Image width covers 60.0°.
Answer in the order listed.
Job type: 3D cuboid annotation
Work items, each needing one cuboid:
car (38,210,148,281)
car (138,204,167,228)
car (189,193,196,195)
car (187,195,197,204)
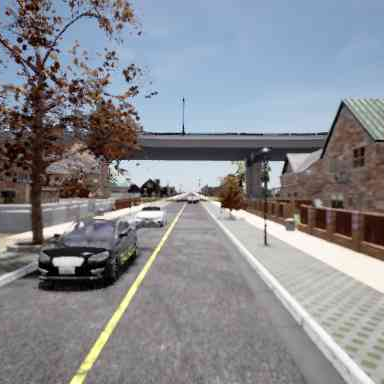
[{"bbox_3d":[-2.829,1.523,9.988,2.128,1.511,4.902,0,0,0],"label":"car"},{"bbox_3d":[-2.759,1.592,23.175,1.812,1.442,4.674,0,0,1],"label":"car"},{"bbox_3d":[0.063,1.298,77.480,2.150,2.045,5.566,0,0,0],"label":"car"},{"bbox_3d":[0.055,1.762,67.253,1.895,1.301,4.718,0,0,0],"label":"car"}]
